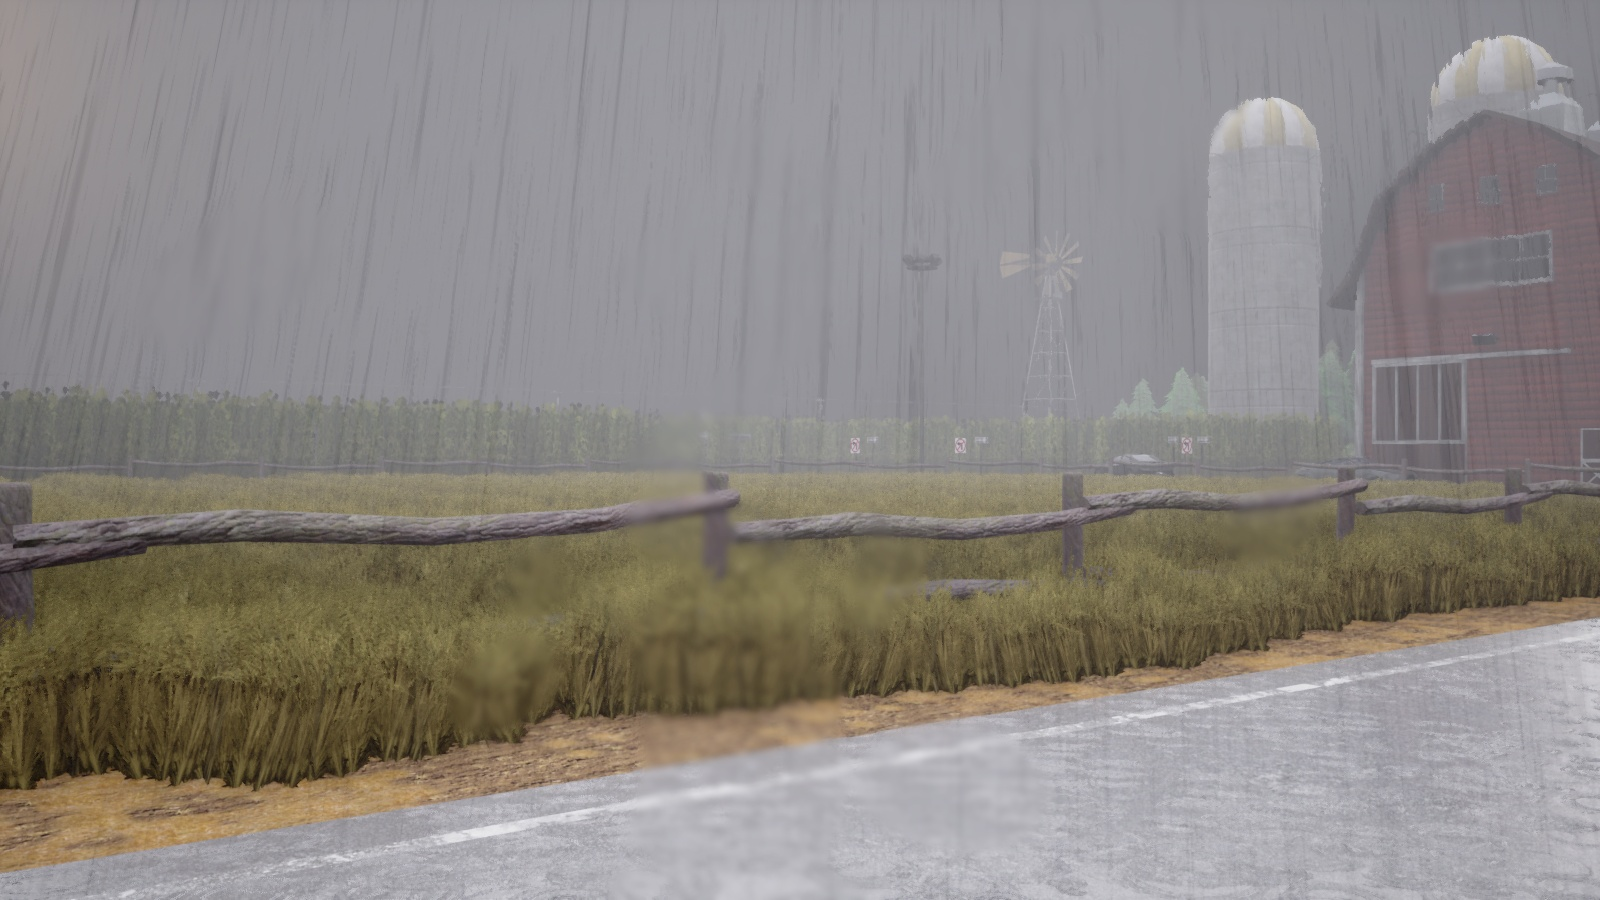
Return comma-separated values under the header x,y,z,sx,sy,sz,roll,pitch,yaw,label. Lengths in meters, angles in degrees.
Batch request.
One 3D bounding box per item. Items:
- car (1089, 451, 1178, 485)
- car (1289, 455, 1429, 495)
x,y,z,sx,sy,sz,roll,pitch,yaw,label
15.682,0.834,59.354,1.882,1.535,5.008,-1,0,-14,car
20.290,0.877,45.716,1.994,1.385,4.181,0,0,-38,car
